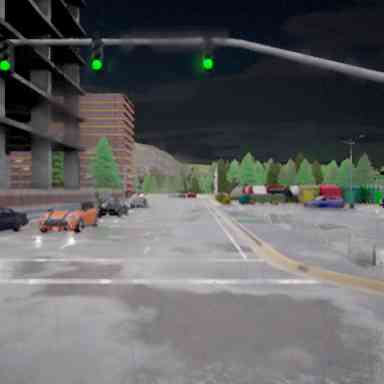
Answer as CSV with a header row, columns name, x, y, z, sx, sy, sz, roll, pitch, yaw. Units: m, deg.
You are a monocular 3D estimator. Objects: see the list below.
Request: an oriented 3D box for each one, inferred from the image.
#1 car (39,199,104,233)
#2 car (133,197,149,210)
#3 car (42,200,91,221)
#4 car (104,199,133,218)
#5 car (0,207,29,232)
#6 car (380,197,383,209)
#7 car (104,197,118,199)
name,x,y,z,sx,sy,sz,roll,pitch,yaw
car,-6.954,1.302,19.233,2.097,1.767,4.553,0,0,1
car,-6.632,1.420,42.033,1.837,1.490,4.892,0,1,1
car,-10.339,1.487,27.964,2.033,1.411,5.357,0,0,1
car,-6.822,1.536,29.190,1.895,1.301,4.718,0,0,1
car,-10.482,1.502,17.162,2.033,1.411,5.357,0,0,1
car,22.131,1.120,34.607,4.605,1.855,1.932,0,0,1
car,-10.142,1.413,41.367,2.128,1.511,4.902,0,0,1
